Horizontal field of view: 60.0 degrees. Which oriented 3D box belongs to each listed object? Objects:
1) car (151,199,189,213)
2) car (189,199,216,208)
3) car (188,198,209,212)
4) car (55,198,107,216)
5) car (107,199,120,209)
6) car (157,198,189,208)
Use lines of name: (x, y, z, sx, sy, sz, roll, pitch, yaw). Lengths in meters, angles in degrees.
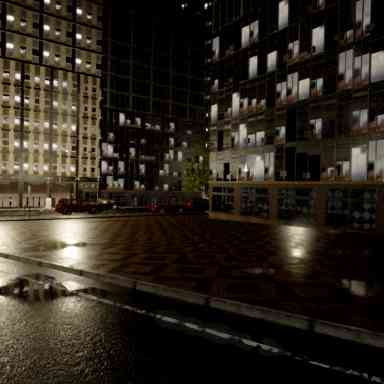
car: (-3.163, 1.967, 43.229, 4.507, 1.381, 1.887, 1, 1, -34)
car: (1.768, 1.874, 56.127, 4.313, 1.339, 1.947, 1, 1, -34)
car: (1.526, 1.783, 46.419, 5.009, 1.841, 2.192, 1, 1, -34)
car: (-12.525, 1.646, 36.839, 5.009, 1.841, 2.192, 1, 1, -34)
car: (-12.283, 1.722, 46.546, 4.403, 1.369, 2.008, 1, 1, -34)
car: (-3.055, 1.786, 52.837, 4.829, 1.417, 1.752, 1, 1, -34)
